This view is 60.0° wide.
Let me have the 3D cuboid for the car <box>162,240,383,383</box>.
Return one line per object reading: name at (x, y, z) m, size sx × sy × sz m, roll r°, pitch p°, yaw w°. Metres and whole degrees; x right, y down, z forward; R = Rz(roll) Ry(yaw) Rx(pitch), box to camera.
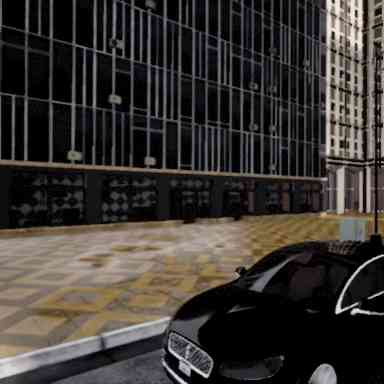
car at (1.906, 1.520, 4.735) m, size 4.892 × 1.490 × 1.837 m, roll 0°, pitch 0°, yaw -35°
